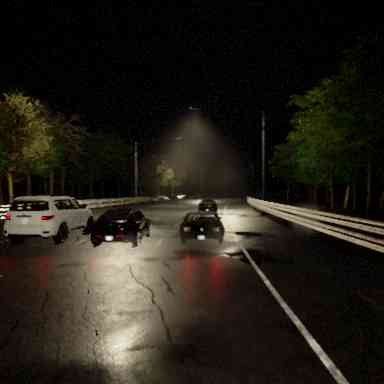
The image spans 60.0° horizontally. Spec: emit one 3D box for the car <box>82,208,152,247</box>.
[{"bbox_3d":[-3.035,1.487,14.971,1.837,1.490,4.892,0,0,2],"label":"car"}]

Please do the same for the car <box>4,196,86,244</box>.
[{"bbox_3d":[-6.512,1.201,15.855,2.150,2.045,5.566,0,0,2],"label":"car"}]

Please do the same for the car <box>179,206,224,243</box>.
[{"bbox_3d":[0.499,1.584,15.969,1.895,1.301,4.718,0,0,2],"label":"car"}]

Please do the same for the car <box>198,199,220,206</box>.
[{"bbox_3d":[1.670,1.474,33.704,1.837,1.490,4.892,0,0,5],"label":"car"}]
